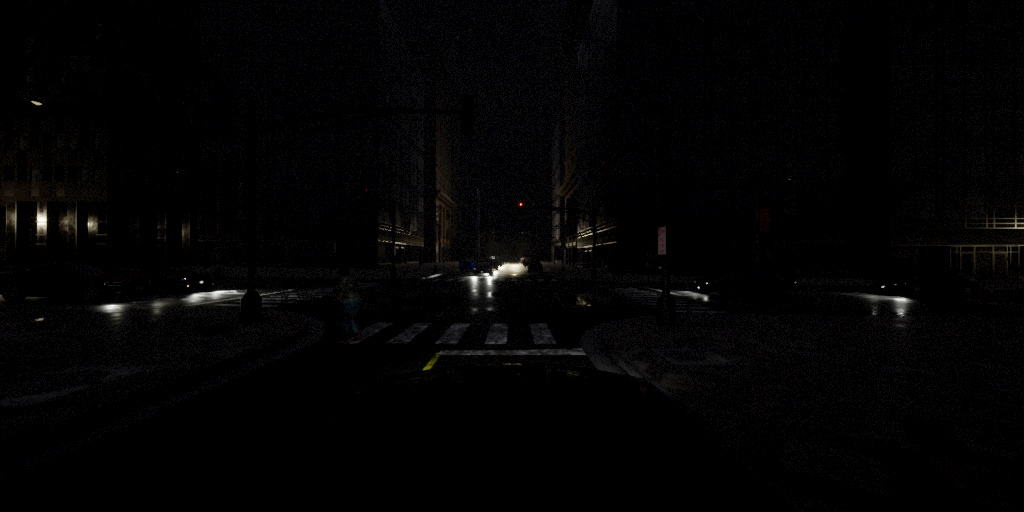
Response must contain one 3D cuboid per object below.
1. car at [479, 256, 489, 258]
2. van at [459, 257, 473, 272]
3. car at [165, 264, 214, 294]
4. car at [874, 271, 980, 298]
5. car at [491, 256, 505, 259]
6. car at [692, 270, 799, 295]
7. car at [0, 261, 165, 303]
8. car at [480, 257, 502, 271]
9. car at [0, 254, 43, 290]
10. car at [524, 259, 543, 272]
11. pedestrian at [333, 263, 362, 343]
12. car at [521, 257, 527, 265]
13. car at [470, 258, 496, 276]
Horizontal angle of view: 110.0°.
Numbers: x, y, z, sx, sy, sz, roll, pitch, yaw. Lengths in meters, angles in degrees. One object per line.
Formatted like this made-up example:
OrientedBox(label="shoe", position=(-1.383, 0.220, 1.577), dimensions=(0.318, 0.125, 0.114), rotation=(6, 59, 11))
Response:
OrientedBox(label="car", position=(-5.528, 1.128, 62.094), dimensions=(1.967, 1.591, 4.097), rotation=(0, 0, 0))
OrientedBox(label="van", position=(-5.639, 1.058, 45.147), dimensions=(1.690, 1.789, 3.998), rotation=(0, 0, 0))
OrientedBox(label="car", position=(-17.417, 1.094, 17.817), dimensions=(4.181, 1.385, 1.994), rotation=(1, 0, 0))
OrientedBox(label="car", position=(24.201, 1.604, 21.027), dimensions=(4.892, 1.490, 1.837), rotation=(1, 0, 0))
OrientedBox(label="car", position=(-2.721, 1.210, 63.689), dimensions=(1.812, 1.442, 4.674), rotation=(0, 0, 1))
OrientedBox(label="car", position=(13.651, 1.503, 21.085), dimensions=(5.357, 1.411, 2.033), rotation=(1, 0, 0))
OrientedBox(label="car", position=(-17.608, 0.993, 14.568), dimensions=(5.008, 1.535, 1.882), rotation=(1, 0, 0))
OrientedBox(label="car", position=(-2.845, 1.203, 49.199), dimensions=(2.128, 1.511, 4.902), rotation=(0, 0, 1))
OrientedBox(label="car", position=(-27.027, 0.759, 17.875), dimensions=(4.553, 1.767, 2.097), rotation=(1, 0, 0))
OrientedBox(label="car", position=(2.886, 1.283, 45.092), dimensions=(1.948, 1.339, 4.313), rotation=(0, 0, 0))
OrientedBox(label="pedestrian", position=(-3.767, 1.043, 8.199), dimensions=(0.375, 1.860, 0.375), rotation=(0, 0, 0))
OrientedBox(label="car", position=(2.997, 1.270, 62.040), dimensions=(1.802, 1.307, 4.207), rotation=(0, 0, 0))
OrientedBox(label="car", position=(-2.925, 1.252, 37.232), dimensions=(1.812, 1.442, 4.674), rotation=(0, 0, 0))
